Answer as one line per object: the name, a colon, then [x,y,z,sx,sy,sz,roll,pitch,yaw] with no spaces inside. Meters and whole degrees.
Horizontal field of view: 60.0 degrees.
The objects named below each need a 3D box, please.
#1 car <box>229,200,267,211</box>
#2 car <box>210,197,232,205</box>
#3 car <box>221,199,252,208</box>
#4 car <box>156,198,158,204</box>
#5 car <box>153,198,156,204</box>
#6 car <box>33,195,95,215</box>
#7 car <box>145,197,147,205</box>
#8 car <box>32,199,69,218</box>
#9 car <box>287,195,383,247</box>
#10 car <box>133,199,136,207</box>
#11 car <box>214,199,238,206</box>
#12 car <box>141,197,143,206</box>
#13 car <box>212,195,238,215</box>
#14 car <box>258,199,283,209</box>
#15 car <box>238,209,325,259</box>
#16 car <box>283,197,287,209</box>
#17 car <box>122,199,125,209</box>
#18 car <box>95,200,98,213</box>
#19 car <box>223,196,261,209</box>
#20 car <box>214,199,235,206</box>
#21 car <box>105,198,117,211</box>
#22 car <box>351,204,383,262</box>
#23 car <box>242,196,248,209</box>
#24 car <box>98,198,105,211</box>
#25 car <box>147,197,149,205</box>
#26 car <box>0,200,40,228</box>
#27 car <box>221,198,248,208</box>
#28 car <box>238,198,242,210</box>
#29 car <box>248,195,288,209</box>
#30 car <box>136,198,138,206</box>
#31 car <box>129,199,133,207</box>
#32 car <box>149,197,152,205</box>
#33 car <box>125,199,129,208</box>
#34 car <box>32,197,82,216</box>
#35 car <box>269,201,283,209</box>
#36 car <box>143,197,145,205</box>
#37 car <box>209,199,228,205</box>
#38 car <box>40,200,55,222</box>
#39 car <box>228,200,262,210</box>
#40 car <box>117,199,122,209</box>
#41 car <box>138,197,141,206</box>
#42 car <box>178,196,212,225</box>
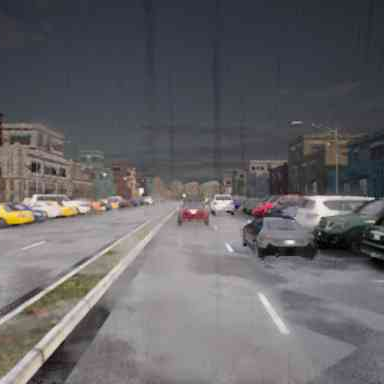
car: [7.658,1.787,45.702,4.792,1.488,2.163,0,-1,0]
car: [7.569,2.354,87.061,5.566,2.045,2.435,0,-1,0]
car: [7.621,1.957,56.729,5.008,1.535,2.097,0,-1,0]
car: [-12.676,2.784,93.450,4.792,1.488,2.163,0,-1,0]
car: [-12.748,2.309,85.121,5.566,2.045,2.435,0,-1,0]
car: [-12.781,1.283,32.211,5.566,2.045,2.435,0,-1,0]
car: [-12.772,2.282,71.099,4.792,1.488,2.163,0,-1,0]
car: [-12.816,1.523,26.655,4.674,1.452,2.002,0,0,0]
car: [7.664,1.220,15.393,5.566,2.045,2.435,0,0,0]
car: [-12.760,1.972,57.208,4.892,1.521,2.231,0,-1,0]
car: [7.807,2.349,76.031,5.366,1.575,1.946,0,-1,0]
car: [-12.759,2.141,65.668,4.892,1.521,2.231,0,-1,0]
car: [3.092,1.321,34.981,2.150,2.045,5.566,0,-1,0]
car: [7.629,1.477,23.658,5.008,1.535,2.097,0,0,0]
car: [3.097,1.558,12.533,1.994,1.385,4.181,0,0,0]
car: [7.667,1.343,18.148,4.553,1.767,2.185,0,0,0]
car: [-12.753,1.688,48.882,4.553,1.767,2.185,0,-1,0]
car: [-12.803,1.610,34.982,4.674,1.452,2.002,0,-1,0]
car: [7.656,1.604,51.220,5.566,2.045,2.435,0,-1,0]
car: [7.645,2.444,78.786,4.792,1.488,2.163,0,-1,0]
car: [-12.796,1.715,43.439,4.892,1.521,2.231,0,-1,0]
car: [7.606,1.351,9.878,4.553,1.767,2.185,0,0,0]
car: [7.604,1.261,29.169,5.566,2.045,2.435,0,-1,0]
car: [-12.768,1.488,37.762,4.553,1.767,2.185,0,-1,0]
car: [-12.746,2.313,73.879,4.892,1.521,2.231,0,-1,0]
car: [-13.013,1.459,21.228,5.366,1.575,1.946,0,0,0]
car: [7.595,1.884,59.488,4.553,1.767,2.185,0,-1,0]
car: [7.628,1.656,37.433,4.674,1.452,2.002,0,-1,0]
car: [7.605,1.242,26.417,5.566,2.045,2.435,0,0,0]
car: [-12.791,2.055,59.985,4.792,1.488,2.163,0,-1,0]
car: [-12.777,1.917,54.428,5.008,1.535,2.097,0,-1,0]
car: [-12.727,2.473,79.433,4.674,1.452,2.002,0,-1,0]
car: [-12.747,1.895,51.650,4.792,1.488,2.163,0,-1,0]
car: [-12.999,1.502,29.430,5.366,1.575,1.946,0,-1,0]
car: [7.664,1.502,20.906,4.792,1.488,2.163,0,0,0]
car: [-12.745,2.235,68.321,4.674,1.452,2.002,0,-1,0]
car: [7.574,2.809,95.324,5.008,1.535,2.097,0,-1,0]
car: [-12.825,1.509,23.998,4.674,1.452,2.002,0,0,0]
car: [7.626,1.845,48.458,4.674,1.452,2.002,0,-1,0]
car: [-12.971,1.761,46.219,5.366,1.575,1.946,0,-1,0]
car: [-12.752,2.084,62.889,5.008,1.535,2.097,0,-1,0]
car: [0.094,1.354,23.795,2.097,1.767,4.553,0,0,0]
